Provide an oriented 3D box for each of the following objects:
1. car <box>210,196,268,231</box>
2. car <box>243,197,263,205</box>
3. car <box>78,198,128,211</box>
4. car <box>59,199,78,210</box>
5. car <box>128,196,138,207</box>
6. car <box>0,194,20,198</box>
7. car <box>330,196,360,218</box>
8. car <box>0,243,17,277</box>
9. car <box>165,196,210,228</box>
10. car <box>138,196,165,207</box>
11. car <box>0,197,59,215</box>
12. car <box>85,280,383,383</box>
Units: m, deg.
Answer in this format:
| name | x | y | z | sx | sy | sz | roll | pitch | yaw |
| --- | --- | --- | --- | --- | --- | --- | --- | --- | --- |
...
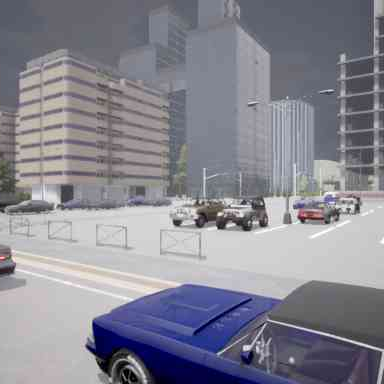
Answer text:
| name | x | y | z | sx | sy | sz | roll | pitch | yaw |
| --- | --- | --- | --- | --- | --- | --- | --- | --- | --- |
| car | 3.012 | 1.156 | 19.279 | 1.905 | 1.878 | 3.866 | 0 | 0 | 34 |
| car | 11.358 | 1.601 | 61.948 | 1.895 | 1.301 | 4.718 | 0 | 0 | 35 |
| car | -10.981 | 1.547 | 41.564 | 2.033 | 1.411 | 5.357 | 0 | 0 | 34 |
| car | -14.549 | 1.547 | 42.539 | 2.033 | 1.411 | 5.357 | 0 | 0 | 34 |
| car | -8.870 | 1.352 | 50.934 | 2.097 | 1.767 | 4.553 | 0 | 0 | 35 |
| car | -20.259 | 1.222 | 34.031 | 2.150 | 2.045 | 5.566 | 0 | 0 | 34 |
| car | 15.038 | 1.395 | 32.232 | 1.970 | 1.475 | 3.806 | 0 | 0 | 34 |
| car | -6.724 | 1.547 | 8.707 | 5.357 | 1.411 | 2.033 | 0 | 0 | 35 |
| car | 0.645 | 1.153 | 20.945 | 1.932 | 1.855 | 4.605 | 0 | 0 | 34 |
| car | -5.187 | 1.547 | 50.178 | 2.033 | 1.411 | 5.357 | 0 | 0 | 34 |
| car | -16.312 | 1.526 | 33.593 | 1.812 | 1.442 | 4.674 | 0 | 0 | 34 |
| car | 1.120 | 1.601 | 3.191 | 4.718 | 1.301 | 1.895 | 0 | 0 | 35 |
